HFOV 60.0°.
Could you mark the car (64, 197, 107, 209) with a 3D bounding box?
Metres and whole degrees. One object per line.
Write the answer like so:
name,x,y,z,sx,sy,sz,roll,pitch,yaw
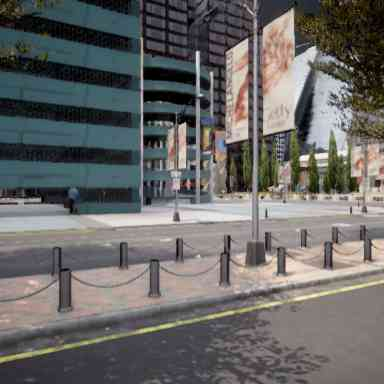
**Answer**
car,-11.775,1.261,36.988,4.674,1.452,2.002,0,0,-28
